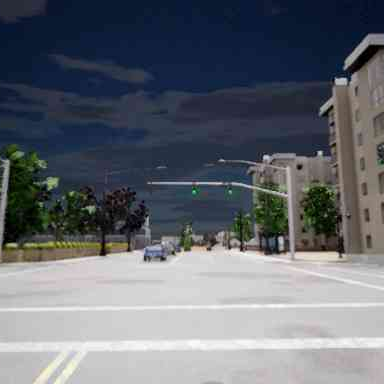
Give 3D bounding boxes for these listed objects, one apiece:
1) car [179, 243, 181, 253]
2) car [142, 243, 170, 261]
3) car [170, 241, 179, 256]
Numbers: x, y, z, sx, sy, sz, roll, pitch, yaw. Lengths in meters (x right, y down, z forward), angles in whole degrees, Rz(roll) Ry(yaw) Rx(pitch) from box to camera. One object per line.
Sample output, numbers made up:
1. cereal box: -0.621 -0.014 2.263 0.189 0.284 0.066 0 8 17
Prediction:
1. car: -3.301 10.243 62.743 2.150 2.045 5.566 0 -9 0
2. car: -3.501 5.870 32.036 1.812 1.442 4.674 0 -9 0
3. car: -3.438 8.114 47.280 2.097 1.767 4.553 0 -9 0
